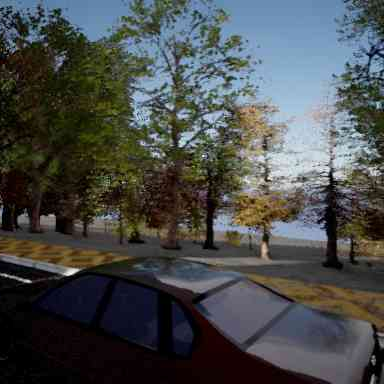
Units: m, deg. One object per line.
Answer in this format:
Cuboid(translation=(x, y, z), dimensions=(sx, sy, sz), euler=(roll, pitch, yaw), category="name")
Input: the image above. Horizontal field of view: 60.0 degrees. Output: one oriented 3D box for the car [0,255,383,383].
Cuboid(translation=(-0.621, 1.558, 4.108), dimensions=(5.357, 1.411, 2.033), euler=(0, 0, 35), category="car")
